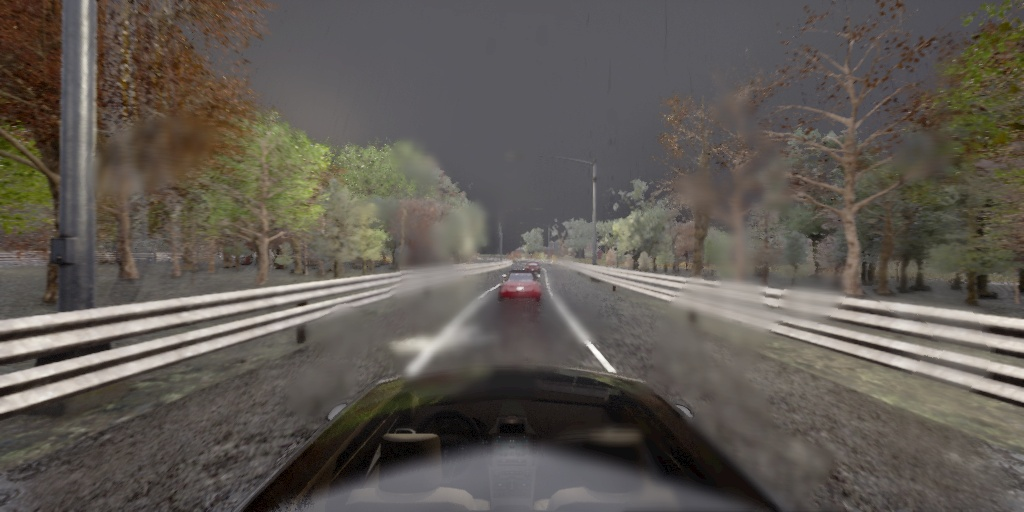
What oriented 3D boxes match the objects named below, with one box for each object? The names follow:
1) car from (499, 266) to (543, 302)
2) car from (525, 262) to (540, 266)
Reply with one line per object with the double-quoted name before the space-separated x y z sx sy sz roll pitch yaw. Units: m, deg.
"car" 0.475 1.371 17.464 1.994 1.385 4.181 0 0 3
"car" 2.625 1.457 45.244 1.812 1.442 4.674 0 0 5
